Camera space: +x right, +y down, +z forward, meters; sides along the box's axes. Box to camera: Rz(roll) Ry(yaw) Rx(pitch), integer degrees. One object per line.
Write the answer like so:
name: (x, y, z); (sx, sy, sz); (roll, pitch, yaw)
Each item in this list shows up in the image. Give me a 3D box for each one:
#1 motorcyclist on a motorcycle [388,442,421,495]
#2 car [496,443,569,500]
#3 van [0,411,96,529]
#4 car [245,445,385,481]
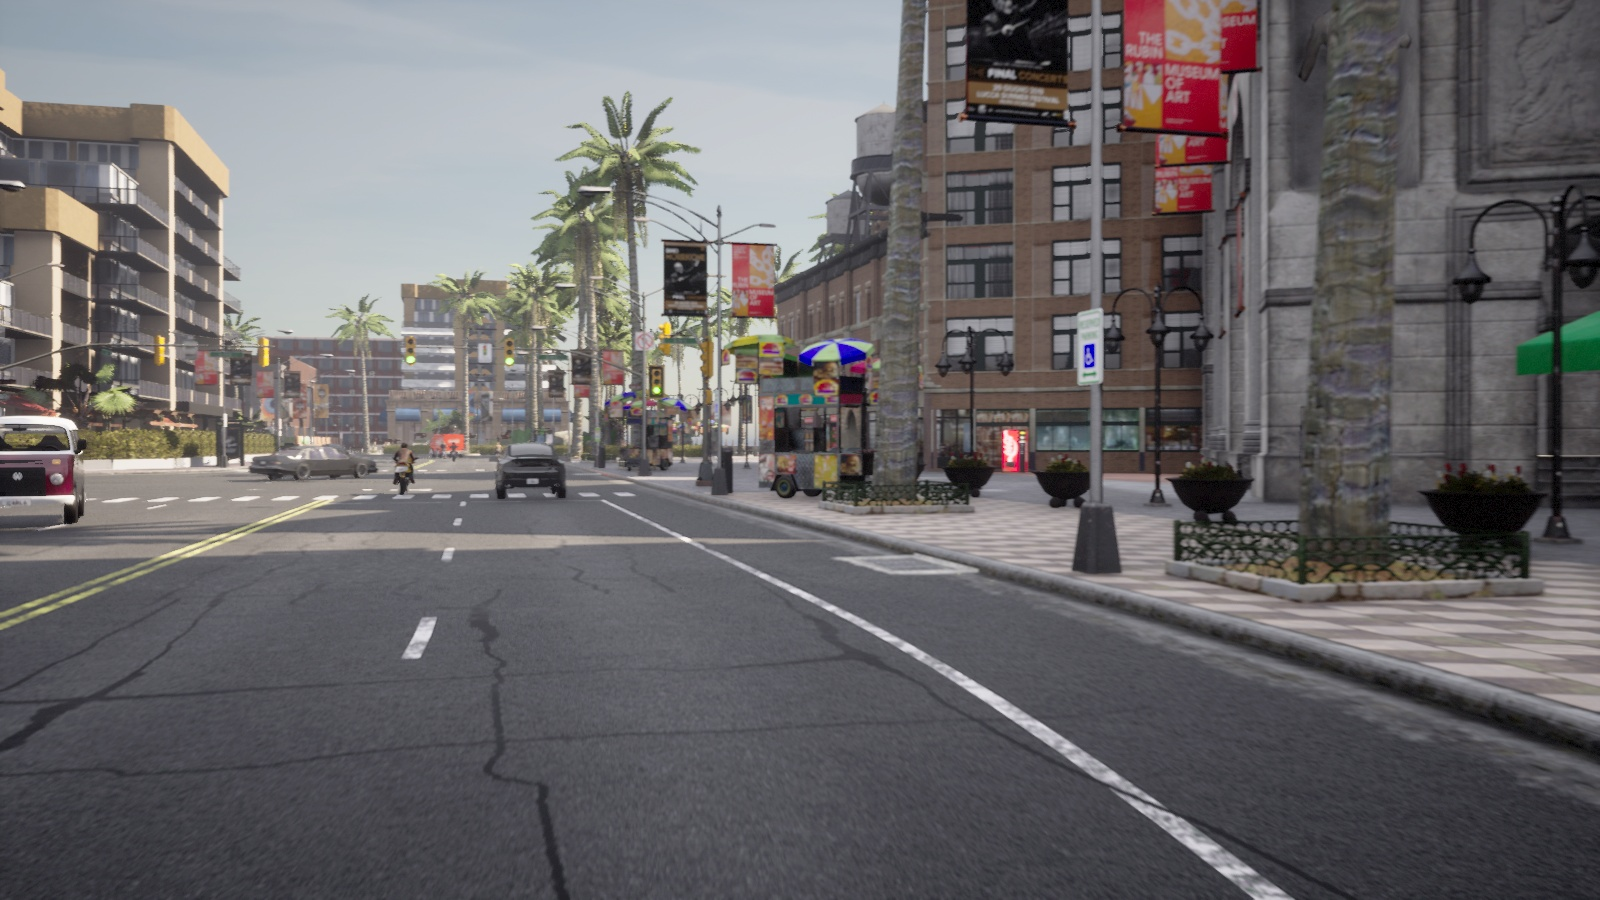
motorcyclist on a motorcycle: (-11.523, 0.521, 36.669); (0.797, 1.523, 2.044); (0, 0, -14)
car: (-7.617, 0.551, 35.494); (1.837, 1.490, 4.892); (0, 0, -14)
van: (-14.671, 0.335, 23.868); (2.069, 2.038, 4.480); (0, 0, -27)
car: (-19.995, 0.499, 52.080); (2.033, 1.411, 5.357); (0, 0, 29)
